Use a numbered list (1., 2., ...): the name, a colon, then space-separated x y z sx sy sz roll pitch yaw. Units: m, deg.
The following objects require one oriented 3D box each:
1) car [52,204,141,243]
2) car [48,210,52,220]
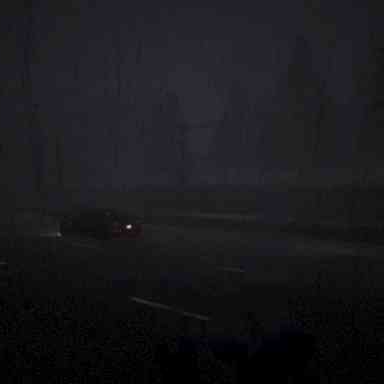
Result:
1. car: -4.398 1.481 15.780 4.181 1.385 1.994 1 0 36
2. car: -7.619 1.473 22.410 4.718 1.301 1.895 1 0 36
